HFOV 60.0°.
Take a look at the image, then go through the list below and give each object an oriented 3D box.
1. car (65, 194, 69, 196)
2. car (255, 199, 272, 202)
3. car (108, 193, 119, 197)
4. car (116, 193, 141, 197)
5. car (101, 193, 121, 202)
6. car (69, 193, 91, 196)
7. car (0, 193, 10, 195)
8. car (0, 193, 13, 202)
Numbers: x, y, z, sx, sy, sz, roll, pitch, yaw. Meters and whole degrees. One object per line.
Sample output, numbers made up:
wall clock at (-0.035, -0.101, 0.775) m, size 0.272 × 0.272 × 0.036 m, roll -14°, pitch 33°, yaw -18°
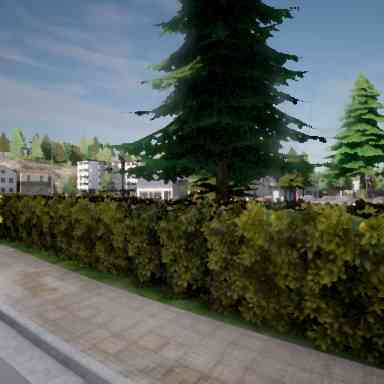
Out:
car at (-31.230, 1.227, 85.648) m, size 3.806 × 1.475 × 1.970 m, roll 0°, pitch 0°, yaw -45°
car at (9.885, 1.476, 44.371) m, size 5.008 × 1.535 × 1.882 m, roll 0°, pitch 0°, yaw -45°
car at (-15.228, 1.094, 70.363) m, size 4.605 × 1.855 × 1.932 m, roll 0°, pitch 0°, yaw -45°
car at (-9.708, 1.382, 53.927) m, size 3.806 × 1.475 × 1.970 m, roll 0°, pitch 0°, yaw -45°
car at (-17.555, 1.073, 72.150) m, size 3.866 × 1.878 × 1.905 m, roll 0°, pitch 0°, yaw -45°
car at (-26.509, 1.149, 81.290) m, size 5.027 × 1.636 × 2.152 m, roll 0°, pitch 0°, yaw -45°
car at (-23.145, 1.328, 40.971) m, size 5.027 × 1.636 × 2.152 m, roll 0°, pitch 0°, yaw -45°
car at (-41.123, 1.093, 71.368) m, size 4.605 × 1.855 × 1.932 m, roll 0°, pitch 0°, yaw -45°
